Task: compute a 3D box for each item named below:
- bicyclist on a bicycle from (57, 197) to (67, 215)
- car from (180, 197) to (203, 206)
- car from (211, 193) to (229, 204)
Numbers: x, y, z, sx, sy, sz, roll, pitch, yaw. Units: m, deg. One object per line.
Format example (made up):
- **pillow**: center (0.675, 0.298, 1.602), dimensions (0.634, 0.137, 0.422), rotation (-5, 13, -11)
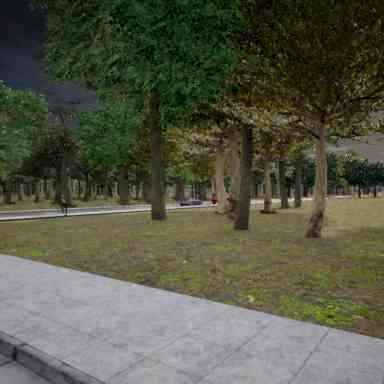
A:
- **bicyclist on a bicycle**: center (-11.864, 1.292, 30.360), dimensions (1.656, 1.620, 0.582), rotation (0, 0, 36)
- **car**: center (-0.038, 1.535, 51.913), dimensions (1.994, 1.385, 4.181), rotation (0, 0, 36)
- **car**: center (5.647, 1.191, 59.925), dimensions (2.150, 2.045, 5.566), rotation (0, 0, 36)
